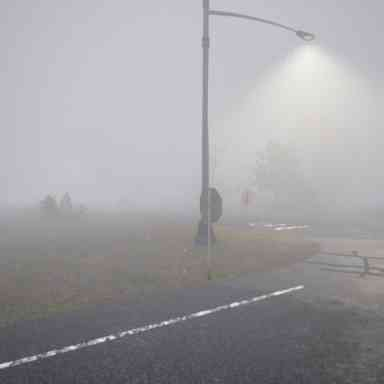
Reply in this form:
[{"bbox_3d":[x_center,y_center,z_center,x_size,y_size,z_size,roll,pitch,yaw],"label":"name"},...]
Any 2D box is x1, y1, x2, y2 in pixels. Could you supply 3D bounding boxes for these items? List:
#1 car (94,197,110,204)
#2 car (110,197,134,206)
[{"bbox_3d":[-16.378,1.479,60.857,1.895,1.301,4.718,0,0,-34],"label":"car"},{"bbox_3d":[-10.813,1.460,52.542,1.994,1.385,4.181,0,0,-33],"label":"car"}]
